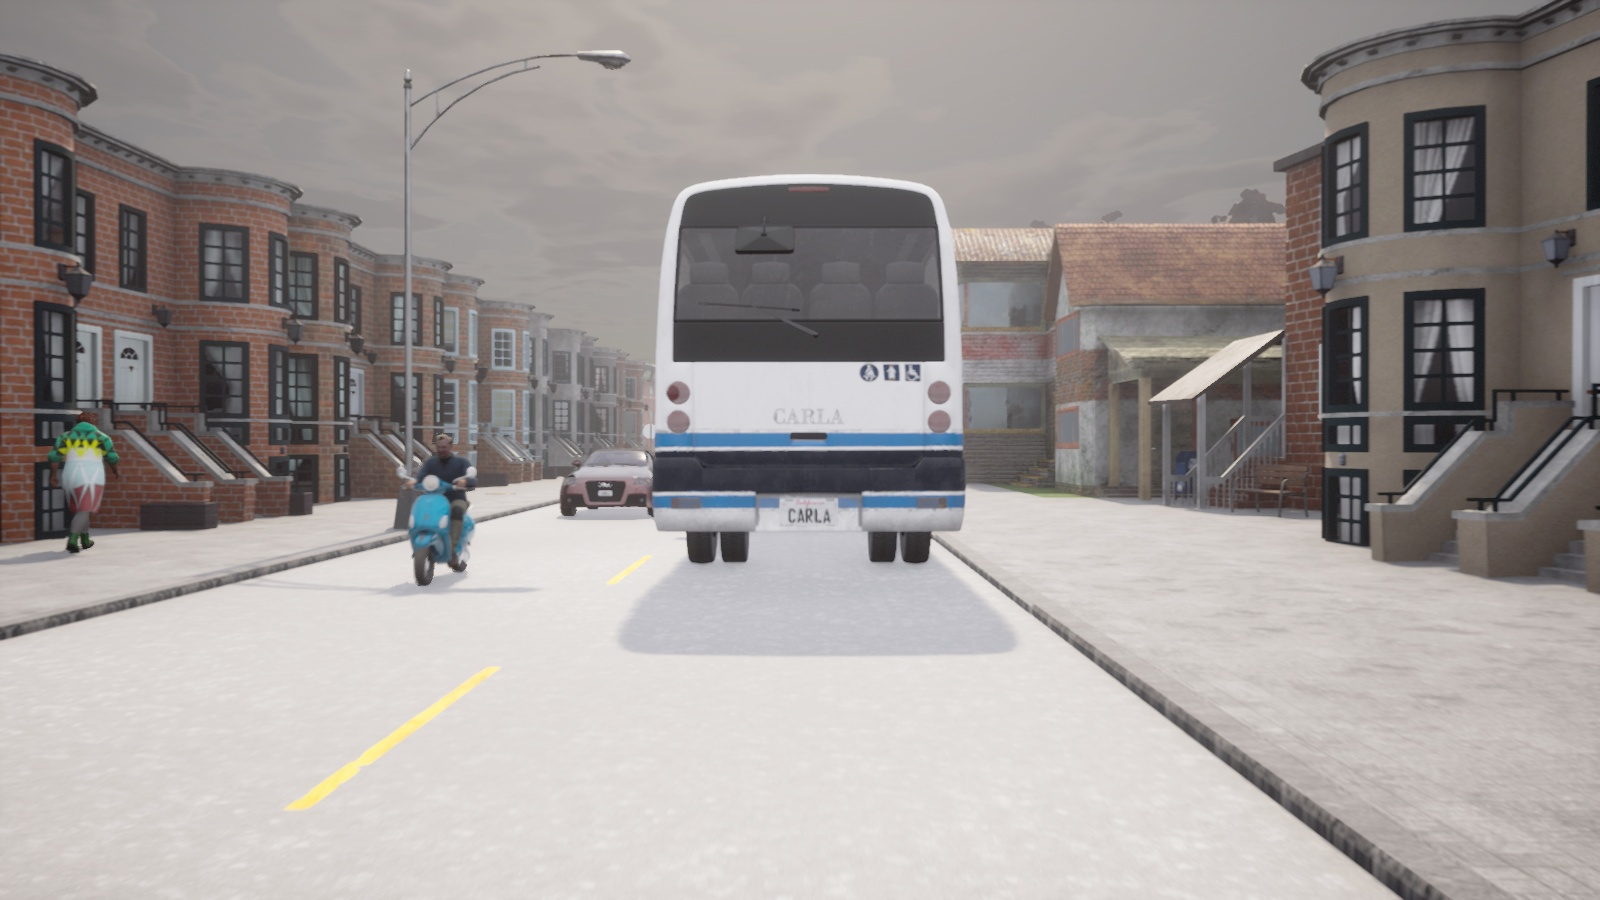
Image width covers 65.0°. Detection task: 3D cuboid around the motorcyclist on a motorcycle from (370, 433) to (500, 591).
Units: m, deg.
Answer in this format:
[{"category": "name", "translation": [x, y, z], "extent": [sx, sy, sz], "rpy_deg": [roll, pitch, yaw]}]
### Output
[{"category": "motorcyclist on a motorcycle", "translation": [-3.907, 0.620, 13.588], "extent": [0.866, 1.590, 1.817], "rpy_deg": [0, 0, 0]}]

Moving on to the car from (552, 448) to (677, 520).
[{"category": "car", "translation": [-3.831, 0.657, 26.639], "extent": [1.994, 1.385, 4.181], "rpy_deg": [0, 0, 0]}]

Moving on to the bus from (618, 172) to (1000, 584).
[{"category": "bus", "translation": [0.121, -0.732, 18.125], "extent": [3.944, 4.253, 10.273], "rpy_deg": [0, 0, 0]}]

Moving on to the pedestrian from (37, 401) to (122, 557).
[{"category": "pedestrian", "translation": [-9.261, 0.358, 16.167], "extent": [0.659, 1.952, 0.873], "rpy_deg": [0, 0, -7]}]
